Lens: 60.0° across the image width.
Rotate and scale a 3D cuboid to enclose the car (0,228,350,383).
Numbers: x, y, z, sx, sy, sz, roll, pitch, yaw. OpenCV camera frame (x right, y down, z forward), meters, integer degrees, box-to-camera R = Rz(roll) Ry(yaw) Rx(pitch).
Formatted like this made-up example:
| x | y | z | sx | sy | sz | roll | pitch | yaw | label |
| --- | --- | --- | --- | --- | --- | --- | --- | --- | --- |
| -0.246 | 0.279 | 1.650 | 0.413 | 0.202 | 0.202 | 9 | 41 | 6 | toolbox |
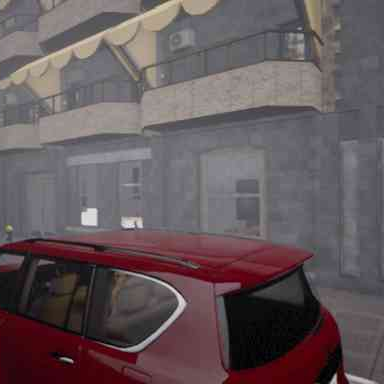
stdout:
| x | y | z | sx | sy | sz | roll | pitch | yaw | label |
| --- | --- | --- | --- | --- | --- | --- | --- | --- | --- |
| -1.063 | 1.321 | 3.492 | 5.009 | 1.841 | 2.192 | 0 | 0 | 36 | car |
